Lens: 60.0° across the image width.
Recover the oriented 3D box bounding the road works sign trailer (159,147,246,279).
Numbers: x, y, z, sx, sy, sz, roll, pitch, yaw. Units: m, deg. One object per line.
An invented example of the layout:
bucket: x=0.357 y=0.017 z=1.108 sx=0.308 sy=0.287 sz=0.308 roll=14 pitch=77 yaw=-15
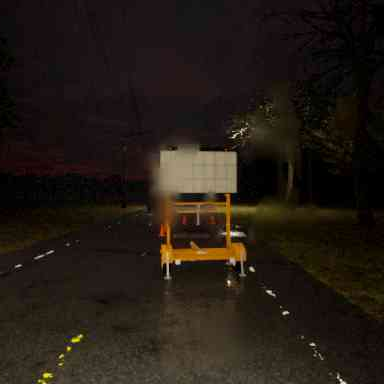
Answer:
road works sign trailer: x=0.177 y=0.461 z=10.120 sx=2.380 sy=3.560 sz=2.880 roll=0 pitch=0 yaw=-8

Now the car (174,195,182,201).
car: x=-3.654 y=1.603 z=85.432 sx=1.882 sy=1.535 sz=5.008 roll=0 pitch=0 yaw=0

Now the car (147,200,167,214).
car: x=-3.665 y=1.560 z=36.012 sx=2.033 sy=1.411 sz=5.357 roll=0 pitch=0 yaw=0
